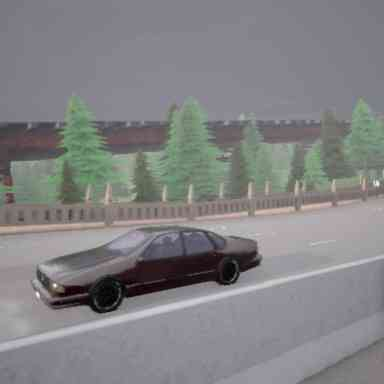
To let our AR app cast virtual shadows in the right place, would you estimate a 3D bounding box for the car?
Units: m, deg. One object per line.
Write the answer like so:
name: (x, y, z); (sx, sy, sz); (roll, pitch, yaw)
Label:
car: (-0.713, 1.526, 7.783); (5.357, 1.411, 2.033); (0, 0, -35)
